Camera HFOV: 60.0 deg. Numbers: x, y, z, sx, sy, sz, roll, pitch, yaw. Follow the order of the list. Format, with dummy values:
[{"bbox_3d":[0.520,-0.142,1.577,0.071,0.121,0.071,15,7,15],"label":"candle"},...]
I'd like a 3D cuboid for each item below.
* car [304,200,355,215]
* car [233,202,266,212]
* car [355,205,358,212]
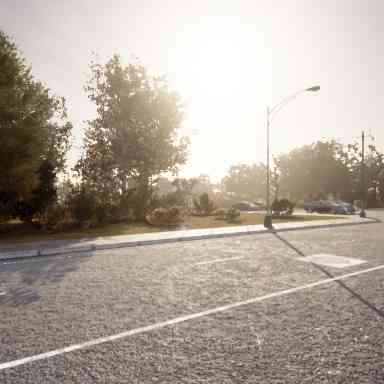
[{"bbox_3d":[14.633,1.708,36.485,2.128,1.511,4.902,0,-1,-32],"label":"car"},{"bbox_3d":[7.796,2.185,47.429,1.837,1.490,4.892,0,-2,-32],"label":"car"},{"bbox_3d":[17.015,1.745,39.253,2.128,1.511,4.902,0,-2,-33],"label":"car"}]
